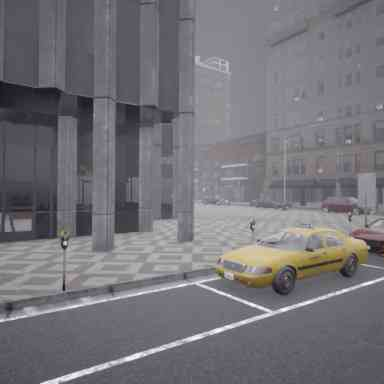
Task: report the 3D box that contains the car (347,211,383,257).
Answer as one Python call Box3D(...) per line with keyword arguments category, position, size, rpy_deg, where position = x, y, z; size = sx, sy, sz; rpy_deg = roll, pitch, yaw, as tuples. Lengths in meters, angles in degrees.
Box3D(category="car", position=(7.497, 1.547, 12.095), size=(4.507, 1.381, 1.887), rpy_deg=(0, 1, -35))

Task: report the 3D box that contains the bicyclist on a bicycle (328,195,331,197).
Box3D(category="bicyclist on a bicycle", position=(16.339, 1.159, 39.468), size=(1.656, 1.620, 0.582), rpy_deg=(0, 0, -35))

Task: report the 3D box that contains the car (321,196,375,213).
Box3D(category="car", position=(14.569, 1.198, 31.145), size=(2.097, 1.767, 4.553), rpy_deg=(1, 0, -35))

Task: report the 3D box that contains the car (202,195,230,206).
Box3D(category="car", position=(3.393, 1.161, 47.036), size=(2.128, 1.511, 4.902), rpy_deg=(1, 0, -35))

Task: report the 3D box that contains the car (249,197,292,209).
Box3D(category="car", position=(9.062, 1.307, 38.965), size=(2.033, 1.411, 5.357), rpy_deg=(1, 0, -35))

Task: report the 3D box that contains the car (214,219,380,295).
Box3D(category="car", position=(2.779, 1.527, 8.732), size=(4.829, 1.417, 1.752), rpy_deg=(0, 1, -35))
